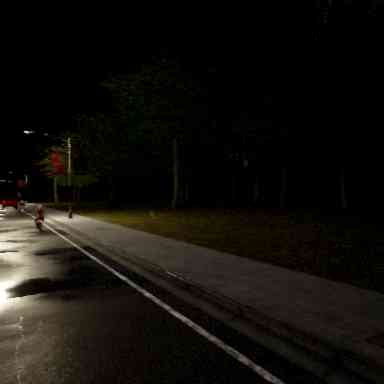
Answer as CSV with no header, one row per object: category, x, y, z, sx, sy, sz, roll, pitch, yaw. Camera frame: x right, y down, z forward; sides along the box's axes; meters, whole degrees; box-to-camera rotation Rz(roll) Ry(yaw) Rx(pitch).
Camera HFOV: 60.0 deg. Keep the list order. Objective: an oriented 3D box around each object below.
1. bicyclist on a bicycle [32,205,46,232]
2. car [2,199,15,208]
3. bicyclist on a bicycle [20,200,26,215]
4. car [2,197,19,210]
bicyclist on a bicycle,-9.390,1.616,20.504,0.866,1.612,1.509,-1,0,-30
car,-35.827,2.213,64.855,2.033,1.411,5.357,-1,0,-30
bicyclist on a bicycle,-18.887,1.727,37.102,0.659,1.776,1.843,-1,0,-30
car,-29.401,1.773,53.839,2.150,2.045,5.566,-1,0,-30
